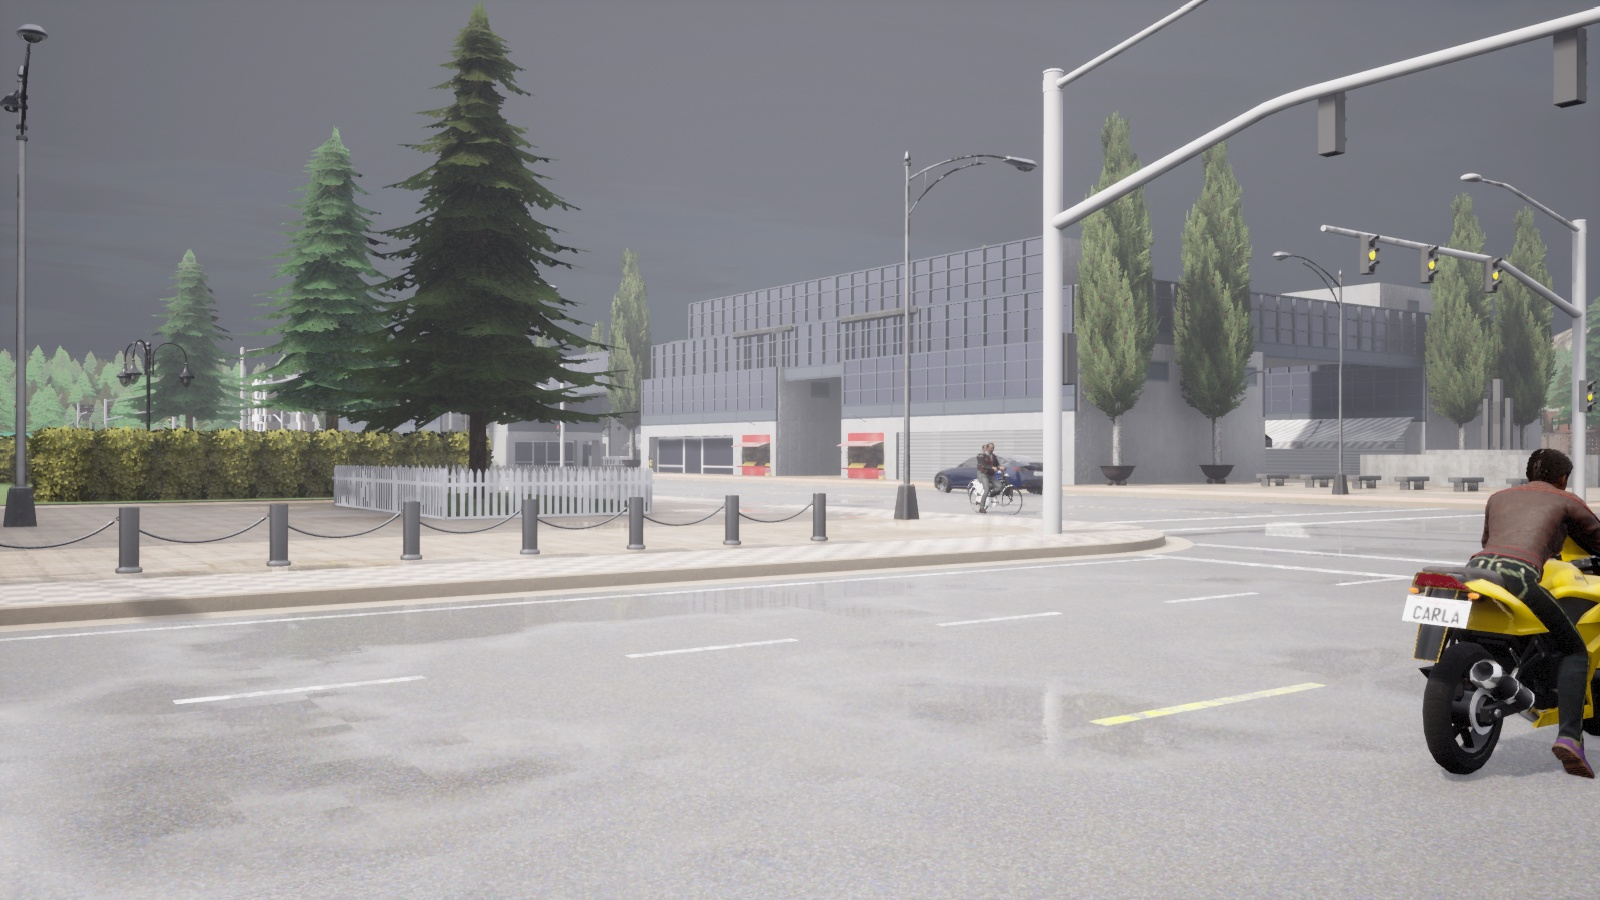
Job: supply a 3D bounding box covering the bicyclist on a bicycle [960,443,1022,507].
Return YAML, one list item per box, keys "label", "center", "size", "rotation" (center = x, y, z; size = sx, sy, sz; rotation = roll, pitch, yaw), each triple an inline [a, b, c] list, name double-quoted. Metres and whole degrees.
- label: "bicyclist on a bicycle"
  center: [5.441, 0.692, 35.879]
  size: [0.659, 1.776, 1.843]
  rotation: [0, 0, -35]

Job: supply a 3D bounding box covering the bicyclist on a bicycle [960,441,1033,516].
- label: "bicyclist on a bicycle"
  center: [4.793, 0.680, 30.691]
  size: [0.659, 1.776, 1.843]
  rotation: [0, 0, -35]

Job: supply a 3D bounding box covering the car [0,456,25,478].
- label: "car"
  center: [-52.501, 1.099, 79.865]
  size: [5.357, 1.411, 2.033]
  rotation: [0, 0, -35]

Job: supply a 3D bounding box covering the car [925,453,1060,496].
- label: "car"
  center: [6.957, 0.842, 45.940]
  size: [2.163, 1.488, 4.792]
  rotation: [0, 0, -35]

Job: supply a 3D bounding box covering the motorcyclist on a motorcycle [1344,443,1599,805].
- label: "motorcyclist on a motorcycle"
  center: [3.643, 0.734, 6.198]
  size: [2.044, 1.523, 0.797]
  rotation: [0, 0, -35]
